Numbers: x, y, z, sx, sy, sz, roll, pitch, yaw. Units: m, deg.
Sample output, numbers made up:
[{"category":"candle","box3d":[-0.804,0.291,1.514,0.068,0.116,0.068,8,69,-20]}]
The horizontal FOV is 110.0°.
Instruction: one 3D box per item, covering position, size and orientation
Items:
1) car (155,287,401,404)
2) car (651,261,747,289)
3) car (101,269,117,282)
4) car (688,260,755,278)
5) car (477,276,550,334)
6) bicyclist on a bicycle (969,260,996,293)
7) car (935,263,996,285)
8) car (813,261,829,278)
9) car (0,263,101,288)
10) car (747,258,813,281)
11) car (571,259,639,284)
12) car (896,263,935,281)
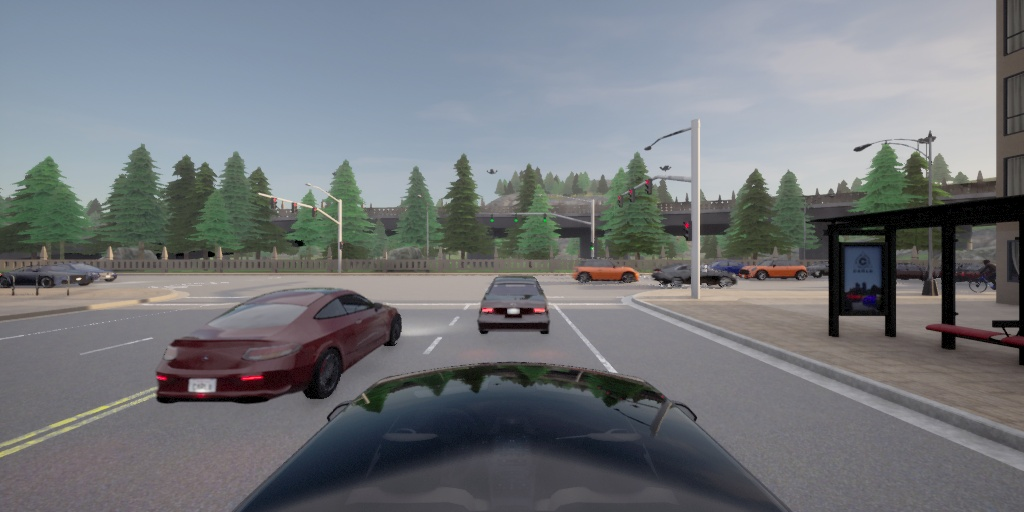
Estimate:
[{"category":"car","box3d":[-3.446,1.276,6.308,1.812,1.442,4.674,0,0,0]},{"category":"car","box3d":[11.080,1.186,21.956,4.902,1.511,2.128,0,0,1]},{"category":"car","box3d":[-31.565,1.220,25.947,4.674,1.442,1.812,0,0,0]},{"category":"car","box3d":[18.908,1.172,32.505,5.008,1.535,1.882,0,0,1]},{"category":"car","box3d":[0.101,1.298,10.631,2.033,1.411,5.357,0,0,2]},{"category":"bicyclist on a bicycle","box3d":[22.756,0.995,17.037,0.582,1.620,1.656,0,0,1]},{"category":"car","box3d":[32.922,1.295,24.569,4.718,1.301,1.895,0,0,10]},{"category":"car","box3d":[28.289,1.186,32.123,4.902,1.511,2.128,0,0,4]},{"category":"car","box3d":[-29.039,1.258,22.404,4.181,1.385,1.994,0,0,1]},{"category":"car","box3d":[20.954,1.046,28.951,4.553,1.767,2.097,0,0,2]},{"category":"car","box3d":[6.578,1.045,25.509,4.553,1.767,2.097,0,0,1]},{"category":"car","box3d":[30.557,1.242,28.511,5.357,1.411,2.033,0,0,6]}]
